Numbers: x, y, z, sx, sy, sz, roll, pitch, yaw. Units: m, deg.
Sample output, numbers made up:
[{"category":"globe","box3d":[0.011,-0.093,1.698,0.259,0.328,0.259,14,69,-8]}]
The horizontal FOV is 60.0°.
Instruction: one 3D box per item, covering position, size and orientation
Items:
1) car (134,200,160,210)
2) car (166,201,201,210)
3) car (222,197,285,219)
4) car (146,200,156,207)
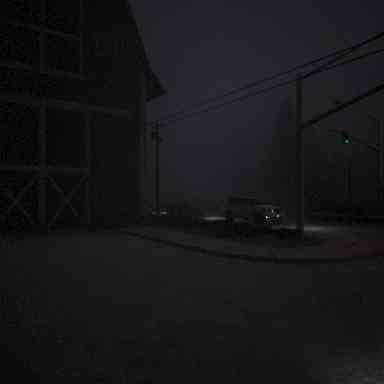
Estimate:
[{"category":"car","box3d":[-6.759,1.912,49.544,1.895,1.301,4.718,0,0,-34]},{"category":"car","box3d":[-0.942,1.701,34.710,1.882,1.535,5.008,0,0,-35]},{"category":"car","box3d":[4.699,1.393,26.483,2.150,2.045,5.566,0,0,-34]},{"category":"car","box3d":[-6.329,1.778,42.571,1.837,1.490,4.892,0,0,-34]}]
